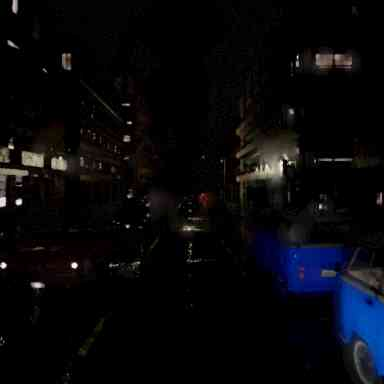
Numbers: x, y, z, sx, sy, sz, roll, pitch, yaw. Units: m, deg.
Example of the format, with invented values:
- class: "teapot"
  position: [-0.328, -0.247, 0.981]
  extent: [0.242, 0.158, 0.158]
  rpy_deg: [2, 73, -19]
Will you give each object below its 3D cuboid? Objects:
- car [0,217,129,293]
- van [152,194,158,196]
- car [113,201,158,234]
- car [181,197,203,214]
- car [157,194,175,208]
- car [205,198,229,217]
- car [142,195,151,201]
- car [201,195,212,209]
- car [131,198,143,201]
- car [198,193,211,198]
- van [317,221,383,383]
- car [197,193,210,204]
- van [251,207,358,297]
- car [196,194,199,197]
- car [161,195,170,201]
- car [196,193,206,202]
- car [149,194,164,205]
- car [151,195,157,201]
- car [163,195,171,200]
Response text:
- class: "car"
  position: [-3.169, 1.589, 8.995]
  extent: [1.895, 1.301, 4.718]
  rpy_deg: [0, 0, 0]
- class: "van"
  position: [-6.075, 1.265, 47.427]
  extent: [1.690, 1.788, 3.998]
  rpy_deg: [-1, 0, 0]
- class: "car"
  position: [-3.247, 1.475, 19.081]
  extent: [1.837, 1.490, 4.892]
  rpy_deg: [0, 0, 0]
- class: "car"
  position: [-0.190, 1.539, 34.512]
  extent: [1.895, 1.301, 4.718]
  rpy_deg: [0, 0, -1]
- class: "car"
  position: [-3.400, 1.402, 46.359]
  extent: [1.882, 1.535, 5.008]
  rpy_deg: [0, 0, 0]
- class: "car"
  position: [2.422, 1.523, 30.667]
  extent: [1.802, 1.307, 4.206]
  rpy_deg: [-1, 0, 0]
- class: "car"
  position: [-5.976, 1.383, 36.224]
  extent: [1.967, 1.590, 4.097]
  rpy_deg: [-1, 0, 0]
- class: "car"
  position: [2.322, 1.447, 42.040]
  extent: [1.752, 1.417, 4.829]
  rpy_deg: [-1, 0, 0]
- class: "car"
  position: [-5.925, 1.535, 30.623]
  extent: [1.802, 1.307, 4.206]
  rpy_deg: [-1, 0, 0]
- class: "car"
  position: [2.223, 1.217, 53.074]
  extent: [2.192, 1.841, 5.009]
  rpy_deg: [-1, 0, 0]
- class: "van"
  position: [2.663, 1.333, 2.656]
  extent: [1.690, 1.788, 3.998]
  rpy_deg: [-1, 0, 0]
- class: "car"
  position: [2.125, 1.198, 64.277]
  extent: [2.192, 1.841, 5.009]
  rpy_deg: [-1, 0, 0]
- class: "van"
  position: [2.615, 1.322, 8.258]
  extent: [1.690, 1.788, 3.998]
  rpy_deg: [-1, 0, 0]
- class: "car"
  position: [-0.303, 1.421, 47.184]
  extent: [1.837, 1.490, 4.892]
  rpy_deg: [0, 0, 0]
- class: "car"
  position: [-6.398, 1.449, 81.038]
  extent: [1.802, 1.307, 4.206]
  rpy_deg: [-1, 0, 0]
- class: "car"
  position: [2.027, 1.179, 75.481]
  extent: [2.192, 1.841, 5.009]
  rpy_deg: [-1, 0, 0]
- class: "car"
  position: [-6.196, 1.219, 58.631]
  extent: [2.192, 1.841, 5.009]
  rpy_deg: [-1, 0, 0]
- class: "car"
  position: [-6.023, 1.484, 41.826]
  extent: [2.008, 1.369, 4.403]
  rpy_deg: [-1, 0, 0]
- class: "car"
  position: [-6.447, 1.439, 86.640]
  extent: [1.802, 1.307, 4.206]
  rpy_deg: [-1, 0, 0]
